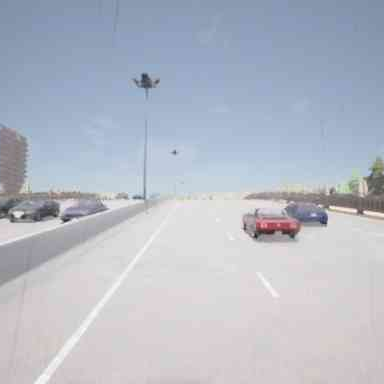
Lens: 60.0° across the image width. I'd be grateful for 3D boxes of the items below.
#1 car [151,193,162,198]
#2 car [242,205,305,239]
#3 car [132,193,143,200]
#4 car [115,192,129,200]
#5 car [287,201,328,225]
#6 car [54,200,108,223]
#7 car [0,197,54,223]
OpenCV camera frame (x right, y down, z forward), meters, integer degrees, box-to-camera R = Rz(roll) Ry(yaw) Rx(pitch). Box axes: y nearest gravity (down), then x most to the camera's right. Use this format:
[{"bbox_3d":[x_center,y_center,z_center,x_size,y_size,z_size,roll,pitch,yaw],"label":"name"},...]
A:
[{"bbox_3d":[-7.025,0.881,65.769,1.882,1.535,5.008,0,-2,0],"label":"car"},{"bbox_3d":[3.569,1.385,15.941,1.895,1.301,4.718,0,1,0],"label":"car"},{"bbox_3d":[-10.523,0.950,65.760,2.033,1.411,5.357,0,-2,0],"label":"car"},{"bbox_3d":[-14.024,0.804,66.647,2.097,1.767,4.553,0,-2,0],"label":"car"},{"bbox_3d":[7.083,1.268,21.383,1.994,1.385,4.181,0,1,0],"label":"car"},{"bbox_3d":[-7.109,1.234,22.569,2.033,1.411,5.357,0,1,0],"label":"car"},{"bbox_3d":[-10.606,1.176,22.707,2.128,1.511,4.902,0,1,0],"label":"car"}]
